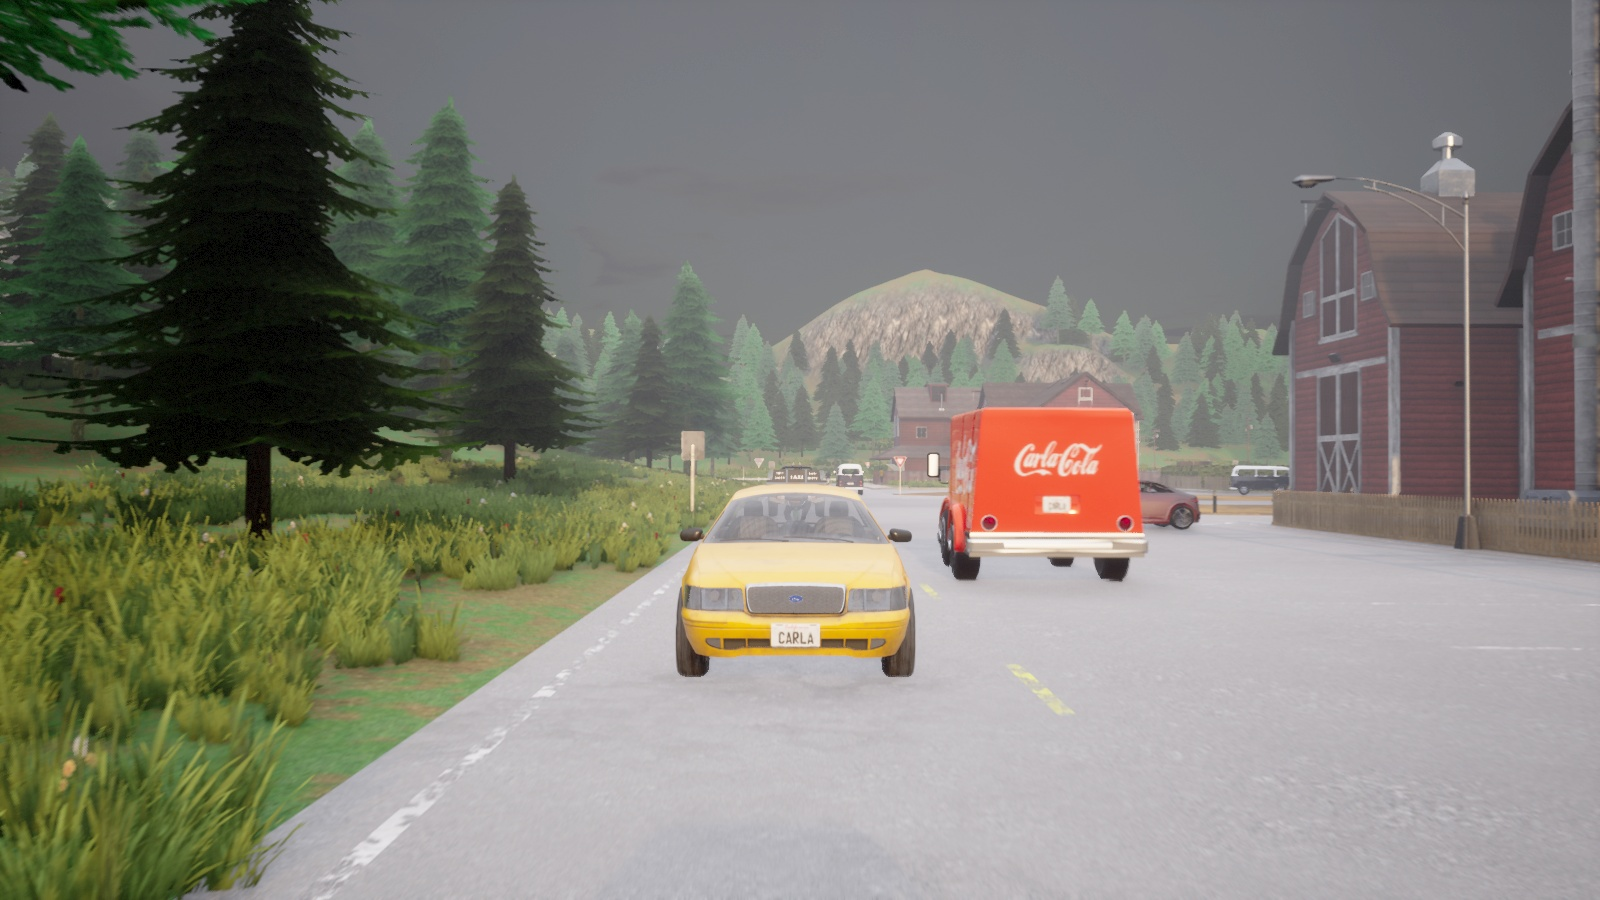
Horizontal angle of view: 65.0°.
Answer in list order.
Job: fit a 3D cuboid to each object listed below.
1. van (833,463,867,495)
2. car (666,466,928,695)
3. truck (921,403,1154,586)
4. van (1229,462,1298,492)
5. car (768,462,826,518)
[{"bbox_3d":[3.295,1.925,83.644,2.069,2.038,4.480,0,-1,0],"label":"van"},{"bbox_3d":[-0.028,0.944,11.358,1.801,1.575,5.366,0,-1,0],"label":"car"},{"bbox_3d":[3.450,0.641,19.535,2.627,2.467,5.204,0,-1,0],"label":"truck"},{"bbox_3d":[32.253,1.862,87.487,4.480,2.038,2.069,0,-1,19],"label":"van"},{"bbox_3d":[-0.107,1.368,43.975,1.932,1.855,4.605,0,-1,0],"label":"car"}]
